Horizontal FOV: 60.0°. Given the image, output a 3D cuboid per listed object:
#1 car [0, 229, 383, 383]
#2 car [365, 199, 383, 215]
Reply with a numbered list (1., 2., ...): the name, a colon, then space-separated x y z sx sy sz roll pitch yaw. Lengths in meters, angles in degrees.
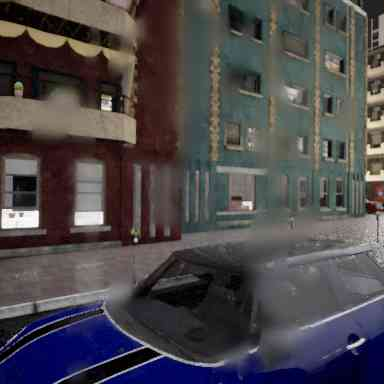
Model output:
1. car: 0.372 1.351 3.318 4.553 1.767 2.097 0 0 -35
2. car: 15.703 1.227 32.220 2.192 1.841 5.009 1 0 -36
